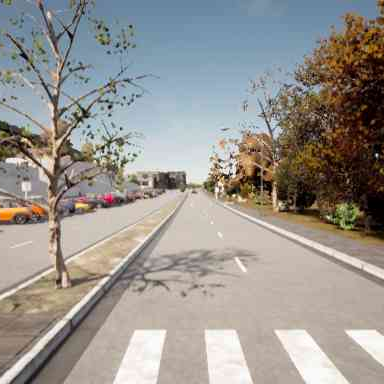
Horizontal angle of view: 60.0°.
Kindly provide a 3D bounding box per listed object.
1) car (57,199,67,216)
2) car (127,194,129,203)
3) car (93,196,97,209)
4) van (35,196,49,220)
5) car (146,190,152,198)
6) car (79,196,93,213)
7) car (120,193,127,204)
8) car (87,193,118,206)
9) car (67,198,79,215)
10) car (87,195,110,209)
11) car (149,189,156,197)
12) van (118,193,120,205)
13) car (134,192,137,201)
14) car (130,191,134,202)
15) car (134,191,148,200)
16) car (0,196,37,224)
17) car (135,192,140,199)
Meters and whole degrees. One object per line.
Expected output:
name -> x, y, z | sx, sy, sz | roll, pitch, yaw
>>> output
car -> -13.869, 1.587, 29.622 | 4.674, 1.452, 2.002 | -1, 0, -20
car -> -13.851, 1.358, 56.483 | 4.892, 1.521, 2.231 | -1, 1, -20
car -> -13.841, 1.548, 38.591 | 4.792, 1.488, 2.163 | -1, 0, -20
van -> -13.771, 1.322, 26.689 | 4.442, 1.987, 1.878 | -1, 0, -20
car -> -14.011, 1.037, 86.376 | 5.366, 1.575, 1.946 | -1, 1, -20
car -> -13.698, 1.527, 35.663 | 5.366, 1.575, 1.946 | -1, 0, -20
car -> -13.838, 1.136, 53.512 | 5.566, 2.045, 2.435 | -1, 0, -20
car -> -13.892, 1.199, 47.516 | 5.566, 2.045, 2.435 | -1, 1, -20
car -> -13.898, 1.575, 32.594 | 4.792, 1.488, 2.163 | -1, 0, -20
car -> -13.861, 1.516, 44.548 | 4.674, 1.452, 2.002 | -1, 1, -20
car -> -13.813, 0.709, 92.465 | 5.566, 2.045, 2.435 | -1, 0, -20
van -> -13.756, 1.192, 50.559 | 4.442, 1.987, 1.878 | -1, 0, -20
car -> -13.847, 1.302, 65.430 | 4.674, 1.452, 2.002 | -1, 1, -20
car -> -13.826, 1.167, 62.456 | 4.553, 1.767, 2.185 | -1, 1, -20
car -> -13.817, 1.132, 80.453 | 4.792, 1.488, 2.163 | -1, 0, -20
car -> -13.850, 1.417, 23.662 | 4.553, 1.767, 2.185 | -1, 0, -20
car -> -13.824, 1.259, 68.448 | 4.792, 1.488, 2.163 | -1, 0, -20
